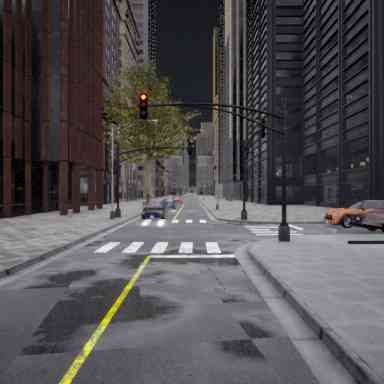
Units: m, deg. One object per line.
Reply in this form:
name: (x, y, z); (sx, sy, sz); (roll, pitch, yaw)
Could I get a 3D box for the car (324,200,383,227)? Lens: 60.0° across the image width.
car: (10.860, 1.311, 21.182); (4.553, 1.767, 2.097); (0, 0, 0)

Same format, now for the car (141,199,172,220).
car: (-3.079, 1.552, 28.223); (2.033, 1.411, 5.357); (0, 0, 0)

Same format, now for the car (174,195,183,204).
car: (-2.966, 1.417, 66.103); (2.097, 1.767, 4.553); (0, 0, 0)

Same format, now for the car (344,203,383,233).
car: (11.538, 1.491, 18.082); (5.357, 1.411, 2.033); (0, 0, 0)

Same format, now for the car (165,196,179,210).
car: (-3.066, 1.538, 42.680); (1.812, 1.442, 4.674); (0, 0, 0)
